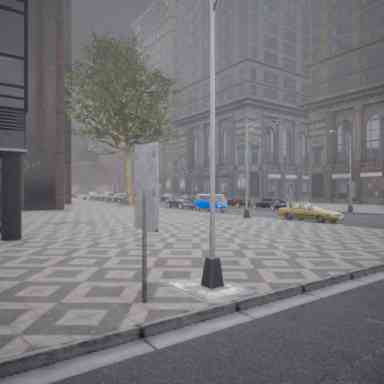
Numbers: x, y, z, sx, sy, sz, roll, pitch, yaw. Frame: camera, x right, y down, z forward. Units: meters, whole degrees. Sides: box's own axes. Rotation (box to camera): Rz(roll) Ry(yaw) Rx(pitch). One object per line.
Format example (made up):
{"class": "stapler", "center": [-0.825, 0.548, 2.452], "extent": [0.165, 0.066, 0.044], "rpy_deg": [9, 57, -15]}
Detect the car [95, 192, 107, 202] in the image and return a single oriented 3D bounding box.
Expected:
{"class": "car", "center": [-14.261, 0.912, 56.187], "extent": [2.008, 1.369, 4.403], "rpy_deg": [1, 0, -35]}

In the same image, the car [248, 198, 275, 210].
{"class": "car", "center": [8.828, 1.316, 38.073], "extent": [1.947, 1.339, 4.313], "rpy_deg": [1, 0, -35]}

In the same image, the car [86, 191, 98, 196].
{"class": "car", "center": [-26.613, 0.473, 88.687], "extent": [1.802, 1.307, 4.206], "rpy_deg": [1, 0, -35]}

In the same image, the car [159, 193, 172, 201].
{"class": "car", "center": [-4.058, 0.882, 56.481], "extent": [1.967, 1.590, 4.097], "rpy_deg": [1, 0, -35]}

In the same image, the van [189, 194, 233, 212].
{"class": "van", "center": [1.852, 1.091, 33.175], "extent": [1.690, 1.788, 3.998], "rpy_deg": [1, 0, -35]}

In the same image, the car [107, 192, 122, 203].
{"class": "car", "center": [-11.039, 0.993, 51.586], "extent": [2.008, 1.369, 4.403], "rpy_deg": [1, 0, -35]}

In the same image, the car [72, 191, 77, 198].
{"class": "car", "center": [-27.147, 0.485, 74.592], "extent": [1.967, 1.590, 4.097], "rpy_deg": [1, 0, -35]}

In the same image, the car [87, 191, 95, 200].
{"class": "car", "center": [-17.483, 0.831, 60.788], "extent": [2.008, 1.369, 4.403], "rpy_deg": [1, 0, -35]}

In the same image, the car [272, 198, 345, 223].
{"class": "car", "center": [8.393, 1.398, 23.829], "extent": [1.752, 1.417, 4.829], "rpy_deg": [1, 0, -35]}

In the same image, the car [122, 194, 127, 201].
{"class": "car", "center": [-7.720, 1.052, 46.845], "extent": [1.752, 1.417, 4.829], "rpy_deg": [1, 0, -35]}

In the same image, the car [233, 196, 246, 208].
{"class": "car", "center": [5.608, 1.224, 42.674], "extent": [1.887, 1.381, 4.507], "rpy_deg": [1, 0, -35]}

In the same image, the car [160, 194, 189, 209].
{"class": "car", "center": [-1.372, 1.231, 37.778], "extent": [2.008, 1.369, 4.403], "rpy_deg": [1, 0, -35]}

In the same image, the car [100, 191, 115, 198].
{"class": "car", "center": [-20.169, 0.589, 79.485], "extent": [1.887, 1.381, 4.507], "rpy_deg": [1, 0, -35]}

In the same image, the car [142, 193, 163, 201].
{"class": "car", "center": [-7.282, 0.911, 61.082], "extent": [2.008, 1.369, 4.403], "rpy_deg": [1, 0, -35]}
